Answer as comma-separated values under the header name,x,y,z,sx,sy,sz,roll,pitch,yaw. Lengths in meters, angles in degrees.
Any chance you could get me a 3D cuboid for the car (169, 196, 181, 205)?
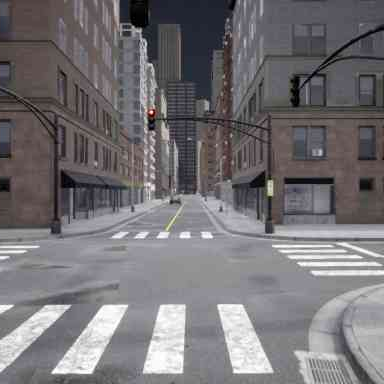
name,x,y,z,sx,sy,sz,roll,pitch,yaw
car,-2.977,1.457,59.647,1.882,1.535,5.008,0,0,0
